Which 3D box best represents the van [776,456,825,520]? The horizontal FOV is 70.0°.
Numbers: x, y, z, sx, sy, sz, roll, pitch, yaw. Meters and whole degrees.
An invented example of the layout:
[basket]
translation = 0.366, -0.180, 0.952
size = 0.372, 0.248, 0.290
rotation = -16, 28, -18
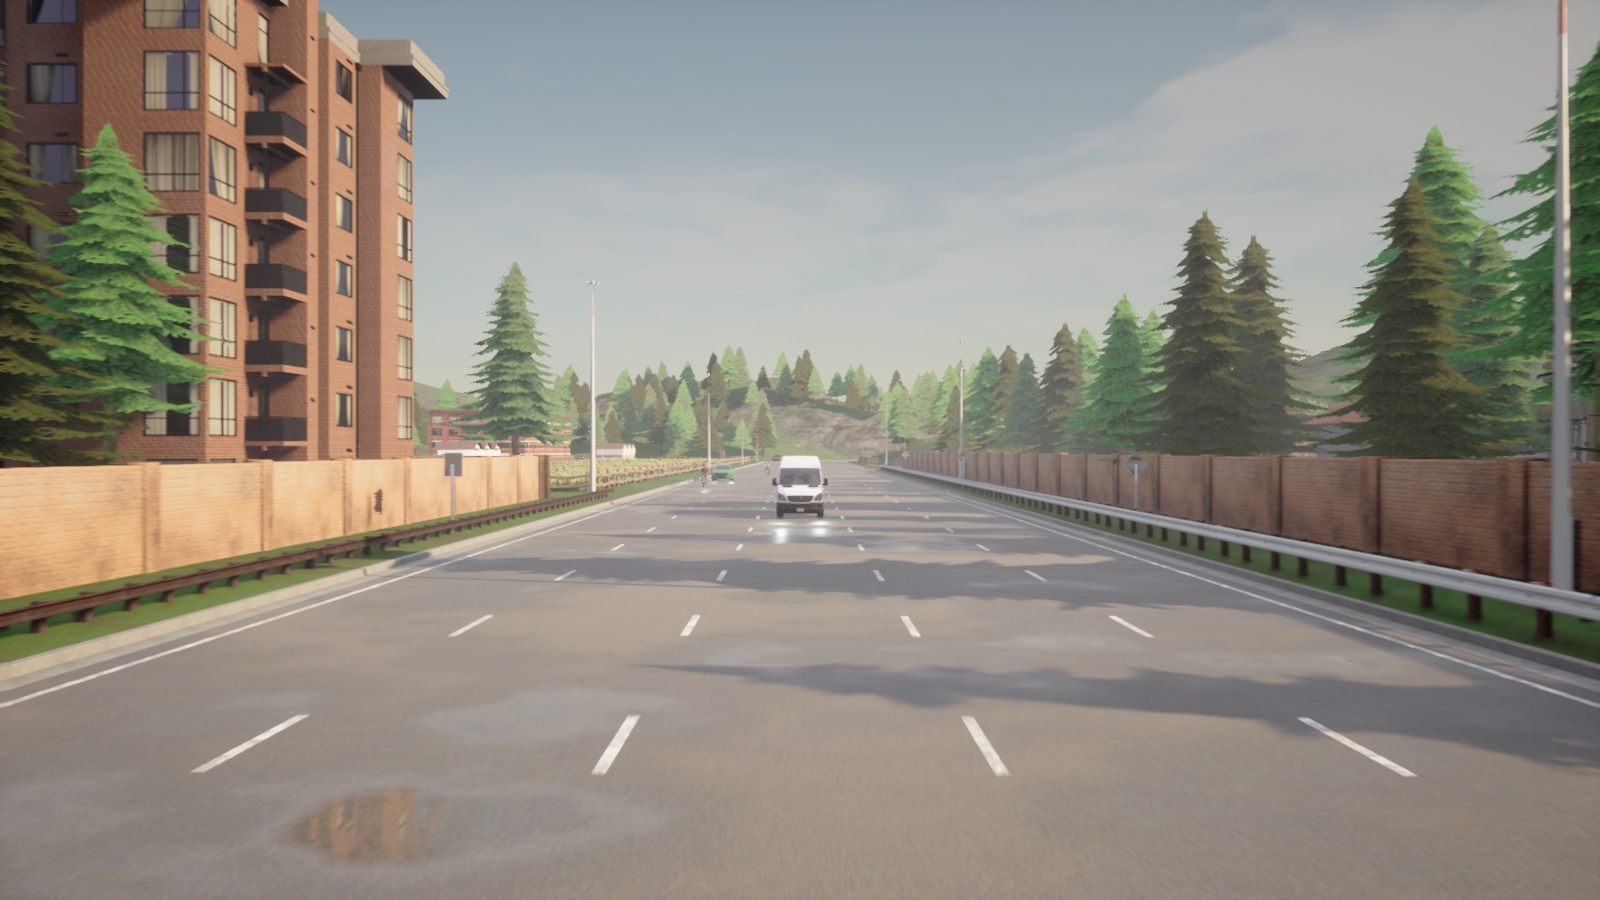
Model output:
[van]
translation = 0.011, 1.534, 48.835
size = 1.988, 2.561, 5.915
rotation = 0, 0, 0
